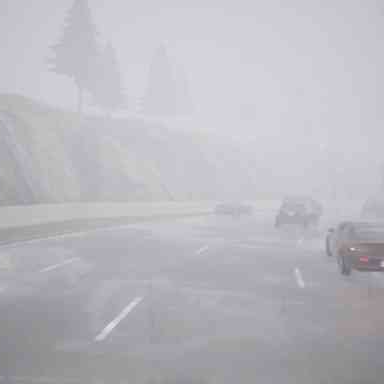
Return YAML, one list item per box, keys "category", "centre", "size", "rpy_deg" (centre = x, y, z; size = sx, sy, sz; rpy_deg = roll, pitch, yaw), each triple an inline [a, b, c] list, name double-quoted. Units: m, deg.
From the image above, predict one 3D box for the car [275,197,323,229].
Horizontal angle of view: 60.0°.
- category: "car"
  centre: [7.329, 1.450, 22.826]
  size: [2.097, 1.767, 4.553]
  rpy_deg: [1, 0, 31]

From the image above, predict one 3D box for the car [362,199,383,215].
- category: "car"
  centre: [20.441, 1.592, 36.019]
  size: [4.553, 1.767, 2.097]
  rpy_deg: [1, 0, -34]

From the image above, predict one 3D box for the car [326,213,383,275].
- category: "car"
  centre: [5.341, 1.590, 10.272]
  size: [1.812, 1.442, 4.674]
  rpy_deg: [0, 0, 15]

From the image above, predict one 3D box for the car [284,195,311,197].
- category: "car"
  centre: [10.881, 1.365, 32.888]
  size: [2.150, 2.045, 5.566]
  rpy_deg: [0, 0, 45]

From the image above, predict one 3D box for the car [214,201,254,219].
- category: "car"
  centre: [3.947, 1.565, 30.531]
  size: [2.128, 1.511, 4.902]
  rpy_deg: [0, 0, 37]
